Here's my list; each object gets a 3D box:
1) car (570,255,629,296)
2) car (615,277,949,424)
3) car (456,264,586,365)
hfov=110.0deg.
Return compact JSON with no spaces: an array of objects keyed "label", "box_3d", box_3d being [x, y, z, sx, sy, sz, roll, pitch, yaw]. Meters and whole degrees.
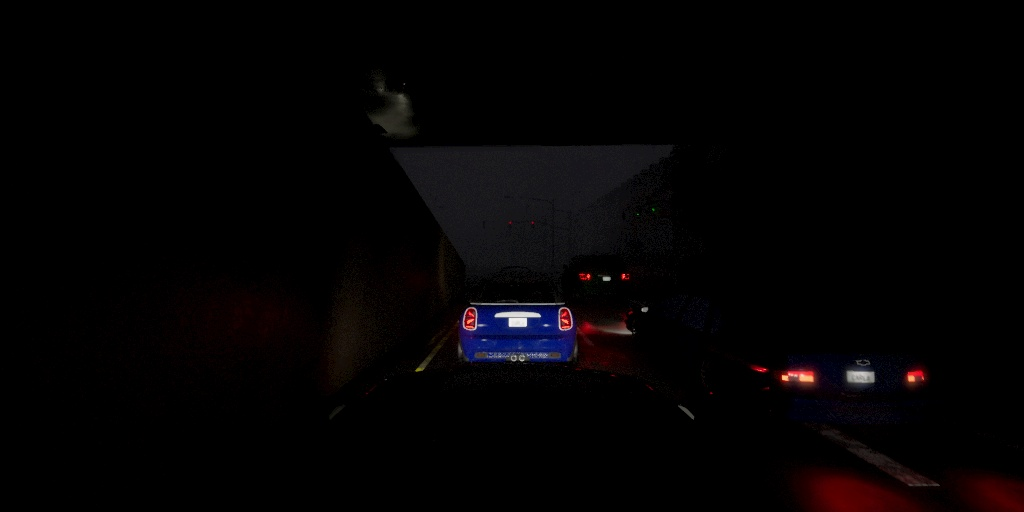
[{"label":"car","box_3d":[3.649,0.971,16.458,2.150,2.045,5.566,0,0,0]},{"label":"car","box_3d":[3.612,1.297,6.212,2.033,1.411,5.357,0,0,0]},{"label":"car","box_3d":[0.108,1.102,7.984,2.097,1.767,4.553,0,0,0]}]
